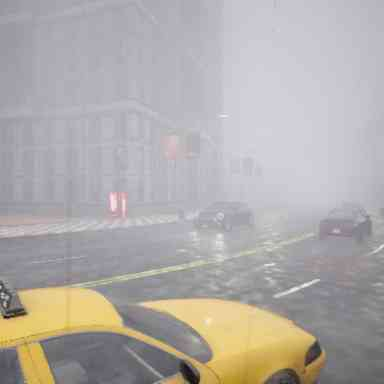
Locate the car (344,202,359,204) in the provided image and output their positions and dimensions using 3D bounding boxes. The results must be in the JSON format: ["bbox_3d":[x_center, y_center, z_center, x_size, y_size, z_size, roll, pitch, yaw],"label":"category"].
[{"bbox_3d":[14.383,1.550,30.146,1.994,1.385,4.181,0,0,20],"label":"car"}]

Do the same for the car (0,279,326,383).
[{"bbox_3d":[-1.069,1.453,2.555,5.366,1.575,1.801,0,0,-37],"label":"car"}]

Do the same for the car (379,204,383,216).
[{"bbox_3d":[17.670,1.481,28.945,2.128,1.511,4.902,0,0,20],"label":"car"}]

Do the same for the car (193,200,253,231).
[{"bbox_3d":[2.019,1.335,20.590,2.097,1.767,4.553,0,0,35],"label":"car"}]

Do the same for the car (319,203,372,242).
[{"bbox_3d":[7.610,1.518,16.382,1.812,1.442,4.674,0,0,35],"label":"car"}]
